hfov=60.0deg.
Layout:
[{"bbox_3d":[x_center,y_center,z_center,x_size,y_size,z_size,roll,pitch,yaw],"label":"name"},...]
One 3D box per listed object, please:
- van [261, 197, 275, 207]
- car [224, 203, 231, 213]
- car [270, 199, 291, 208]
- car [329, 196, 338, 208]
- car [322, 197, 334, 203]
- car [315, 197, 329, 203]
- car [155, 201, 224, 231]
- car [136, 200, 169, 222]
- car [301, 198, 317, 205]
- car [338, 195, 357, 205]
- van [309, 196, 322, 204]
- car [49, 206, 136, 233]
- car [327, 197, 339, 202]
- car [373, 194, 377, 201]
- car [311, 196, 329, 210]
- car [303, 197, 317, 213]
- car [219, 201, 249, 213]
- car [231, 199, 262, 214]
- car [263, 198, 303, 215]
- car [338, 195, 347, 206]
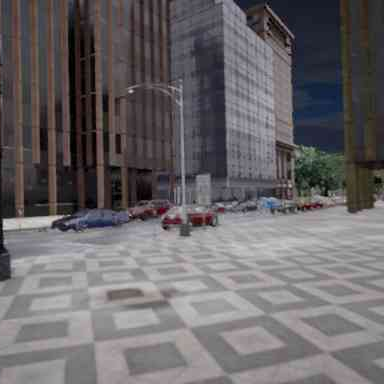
[{"bbox_3d":[11.991,1.713,52.435,1.690,1.788,3.998,-2,-1,36],"label":"van"},{"bbox_3d":[2.509,1.937,39.159,1.802,1.307,4.206,-2,-1,36],"label":"car"},{"bbox_3d":[15.159,1.929,56.854,2.008,1.369,4.403,-2,-1,36],"label":"car"},{"bbox_3d":[19.026,1.629,47.613,1.752,1.417,4.829,-2,-1,36],"label":"car"},{"bbox_3d":[34.134,1.988,83.393,1.947,1.339,4.313,-2,-1,36],"label":"car"},{"bbox_3d":[30.871,1.939,78.833,1.752,1.417,4.829,-2,-1,36],"label":"car"},{"bbox_3d":[-0.050,1.512,20.937,1.967,1.590,4.097,-2,-1,36],"label":"car"},{"bbox_3d":[-3.822,1.660,30.318,2.192,1.841,5.009,-2,-1,36],"label":"car"},{"bbox_3d":[24.646,1.964,70.123,1.947,1.339,4.313,-2,-1,36],"label":"car"},{"bbox_3d":[28.409,1.438,60.749,2.192,1.841,5.009,-2,-1,36],"label":"car"},{"bbox_3d":[27.803,1.747,74.551,1.690,1.788,3.998,-2,-1,36],"label":"van"},{"bbox_3d":[-6.517,1.801,21.959,2.033,1.411,5.357,-2,-1,36],"label":"car"},{"bbox_3d":[37.196,1.955,87.679,1.752,1.417,4.829,-2,-1,36],"label":"car"},{"bbox_3d":[44.222,1.478,82.866,2.192,1.841,5.009,-2,-1,36],"label":"car"},{"bbox_3d":[15.765,1.643,43.052,1.887,1.381,4.507,-2,-1,36],"label":"car"},{"bbox_3d":[12.603,1.637,38.628,1.887,1.381,4.507,-2,-1,36],"label":"car"},{"bbox_3d":[5.572,1.885,43.446,1.752,1.417,4.829,-2,-1,36],"label":"car"},{"bbox_3d":[6.225,1.799,39.746,1.812,1.442,4.674,-2,-1,36],"label":"car"},{"bbox_3d":[9.440,1.638,34.204,2.008,1.369,4.403,-2,-1,36],"label":"car"},{"bbox_3d":[25.351,1.642,56.460,1.752,1.417,4.829,-2,-1,36],"label":"car"}]
